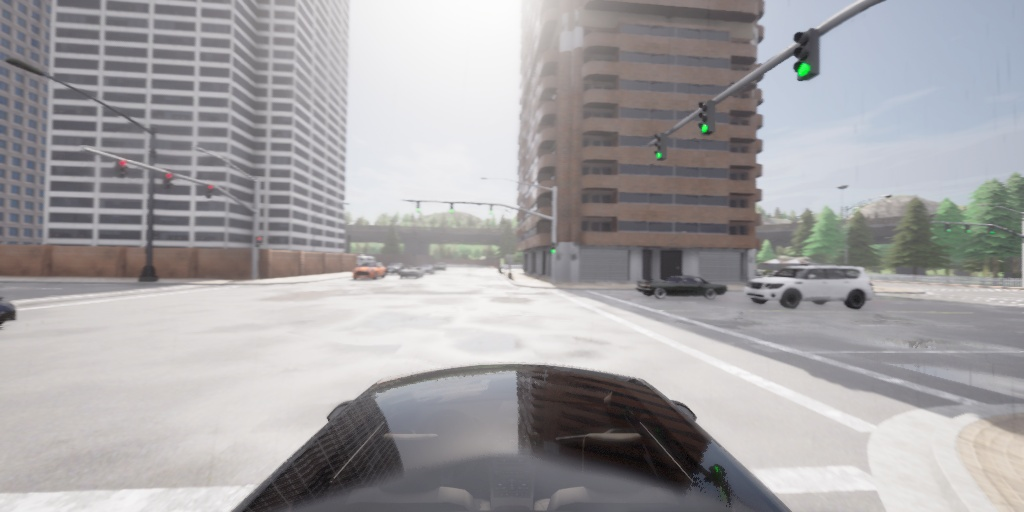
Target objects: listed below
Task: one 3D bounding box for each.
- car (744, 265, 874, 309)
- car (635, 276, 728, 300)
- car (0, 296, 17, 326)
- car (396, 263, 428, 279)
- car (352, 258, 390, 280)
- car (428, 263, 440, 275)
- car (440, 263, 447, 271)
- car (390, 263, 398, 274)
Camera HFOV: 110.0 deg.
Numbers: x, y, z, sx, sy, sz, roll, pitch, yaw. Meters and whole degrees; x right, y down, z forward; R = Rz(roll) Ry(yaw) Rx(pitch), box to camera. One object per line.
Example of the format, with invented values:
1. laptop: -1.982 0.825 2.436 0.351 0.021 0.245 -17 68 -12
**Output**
1. car: 14.621 1.475 17.788 5.566 2.045 2.150 1 -1 -5
2. car: 9.758 1.812 20.931 4.718 1.301 1.895 1 -1 -3
3. car: -14.603 1.143 8.264 4.181 1.385 1.994 1 -1 -5
4. car: -10.453 1.690 37.743 1.895 1.301 4.718 1 -1 -5
5. car: -13.690 1.335 34.588 2.097 1.767 4.553 1 -1 -5
6. car: -11.374 1.772 48.166 2.033 1.411 5.357 1 -1 -5
7. car: -12.666 1.936 63.925 1.837 1.490 4.892 1 0 -5
8. car: -14.621 1.612 45.102 2.128 1.511 4.902 1 -1 -5
